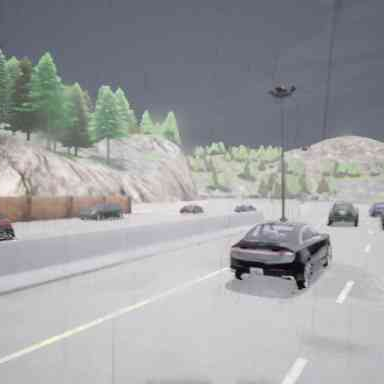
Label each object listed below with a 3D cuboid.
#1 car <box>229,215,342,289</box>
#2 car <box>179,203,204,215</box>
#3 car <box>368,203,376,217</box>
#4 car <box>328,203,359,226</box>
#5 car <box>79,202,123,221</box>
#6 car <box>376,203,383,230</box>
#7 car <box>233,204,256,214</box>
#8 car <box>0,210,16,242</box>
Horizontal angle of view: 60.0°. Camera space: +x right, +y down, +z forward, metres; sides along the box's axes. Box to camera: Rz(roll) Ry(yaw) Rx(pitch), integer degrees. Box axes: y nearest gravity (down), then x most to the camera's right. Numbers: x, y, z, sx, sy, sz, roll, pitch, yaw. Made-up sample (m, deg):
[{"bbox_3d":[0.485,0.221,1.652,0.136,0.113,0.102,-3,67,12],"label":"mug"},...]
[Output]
[{"bbox_3d":[2.742,1.608,9.640,2.128,1.511,4.902,-1,-1,32],"label":"car"},{"bbox_3d":[-0.024,2.143,42.299,1.994,1.385,4.181,-1,-1,24],"label":"car"},{"bbox_3d":[19.727,1.885,34.838,1.812,1.442,4.674,-1,-1,23],"label":"car"},{"bbox_3d":[12.135,1.644,26.607,2.097,1.767,4.553,-1,-1,26],"label":"car"},{"bbox_3d":[-8.753,1.845,32.236,2.097,1.767,4.553,-1,-1,27],"label":"car"},{"bbox_3d":[14.087,1.579,22.728,2.097,1.767,4.553,-1,-1,27],"label":"car"},{"bbox_3d":[6.259,2.064,39.207,1.994,1.385,4.181,-1,-1,24],"label":"car"},{"bbox_3d":[-10.641,1.622,15.067,2.097,1.767,4.553,-1,-1,32],"label":"car"}]
